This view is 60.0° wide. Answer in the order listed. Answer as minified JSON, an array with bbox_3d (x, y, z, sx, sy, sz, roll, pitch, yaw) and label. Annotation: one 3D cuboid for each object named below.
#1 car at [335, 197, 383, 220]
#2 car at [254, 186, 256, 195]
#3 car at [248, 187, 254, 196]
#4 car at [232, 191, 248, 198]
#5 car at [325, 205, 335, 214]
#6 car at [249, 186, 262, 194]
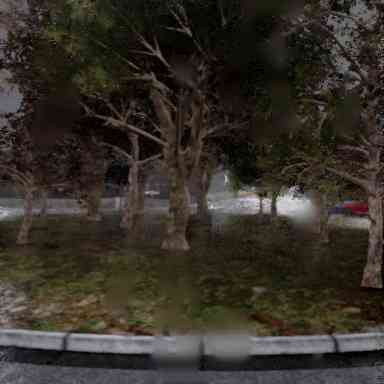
[{"bbox_3d":[16.950,1.498,31.486,2.150,2.045,5.566,1,-1,-30],"label":"car"},{"bbox_3d":[14.855,-0.048,84.780,1.946,1.575,5.366,0,3,24],"label":"car"},{"bbox_3d":[12.611,0.239,79.739,1.946,1.575,5.366,0,3,24],"label":"car"},{"bbox_3d":[10.359,0.529,74.704,1.946,1.575,5.366,0,3,24],"label":"car"},{"bbox_3d":[16.933,1.656,37.005,2.097,1.767,4.553,1,0,-38],"label":"car"},{"bbox_3d":[17.213,-0.598,90.066,2.435,2.045,5.566,0,3,24],"label":"car"}]
